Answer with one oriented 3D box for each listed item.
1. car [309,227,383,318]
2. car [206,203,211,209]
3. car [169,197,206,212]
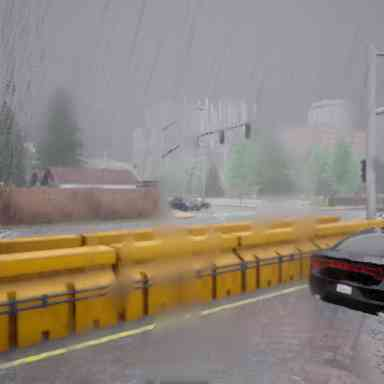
[{"bbox_3d":[4.555,1.479,7.039,5.008,1.535,1.882,0,0,-36],"label":"car"},{"bbox_3d":[0.438,1.606,43.577,1.895,1.301,4.718,0,0,-33],"label":"car"},{"bbox_3d":[-0.796,1.356,39.084,2.097,1.767,4.553,0,0,-33],"label":"car"}]
